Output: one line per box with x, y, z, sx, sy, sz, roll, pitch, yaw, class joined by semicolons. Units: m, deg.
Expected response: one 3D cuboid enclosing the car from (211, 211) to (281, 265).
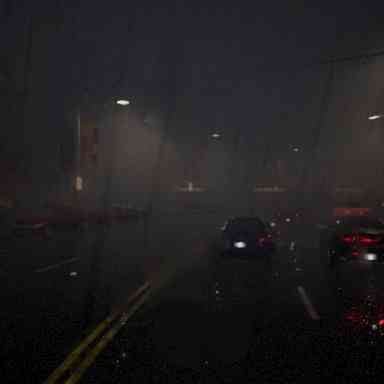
2.009;1.572;11.989;1.994;1.385;4.181;0;0;16;car

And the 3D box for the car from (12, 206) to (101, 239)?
-7.081;1.501;17.442;2.002;1.452;4.674;0;0;18;car

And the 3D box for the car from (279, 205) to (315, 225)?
7.872;1.632;24.858;1.895;1.301;4.718;0;0;33;car

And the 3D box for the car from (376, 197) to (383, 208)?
28.775;1.327;47.209;5.566;2.045;2.150;1;0;-11;car

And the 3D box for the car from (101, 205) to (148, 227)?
-5.098;1.584;22.818;1.895;1.301;4.718;0;0;28;car

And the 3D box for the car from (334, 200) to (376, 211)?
11.772;1.394;24.286;2.097;1.767;4.553;0;0;35;car

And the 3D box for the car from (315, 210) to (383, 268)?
5.349;1.520;11.051;1.837;1.490;4.892;0;-2;16;car
